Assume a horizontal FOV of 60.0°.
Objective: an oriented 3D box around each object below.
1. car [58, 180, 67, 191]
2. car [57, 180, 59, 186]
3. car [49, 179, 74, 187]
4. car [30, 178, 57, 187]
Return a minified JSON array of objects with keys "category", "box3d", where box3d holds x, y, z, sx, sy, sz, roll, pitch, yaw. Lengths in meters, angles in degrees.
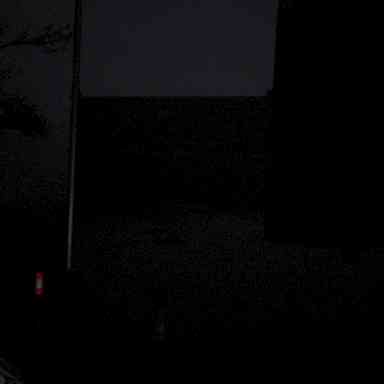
[{"category":"car","box3d":[-19.327,-0.811,54.981,1.812,1.442,4.674,4,3,20]},{"category":"car","box3d":[-28.116,-1.807,66.771,5.008,1.535,2.097,4,3,21]},{"category":"car","box3d":[-27.124,-1.838,69.342,4.674,1.452,2.002,4,3,21]},{"category":"car","box3d":[-29.065,-1.862,64.174,4.553,1.767,2.185,4,3,21]}]
